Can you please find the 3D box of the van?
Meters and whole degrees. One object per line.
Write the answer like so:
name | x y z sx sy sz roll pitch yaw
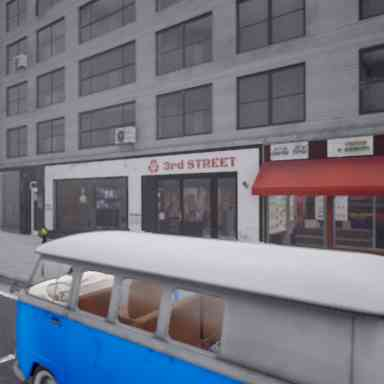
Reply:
van | -0.058 1.350 3.117 3.998 1.788 1.690 0 0 35
